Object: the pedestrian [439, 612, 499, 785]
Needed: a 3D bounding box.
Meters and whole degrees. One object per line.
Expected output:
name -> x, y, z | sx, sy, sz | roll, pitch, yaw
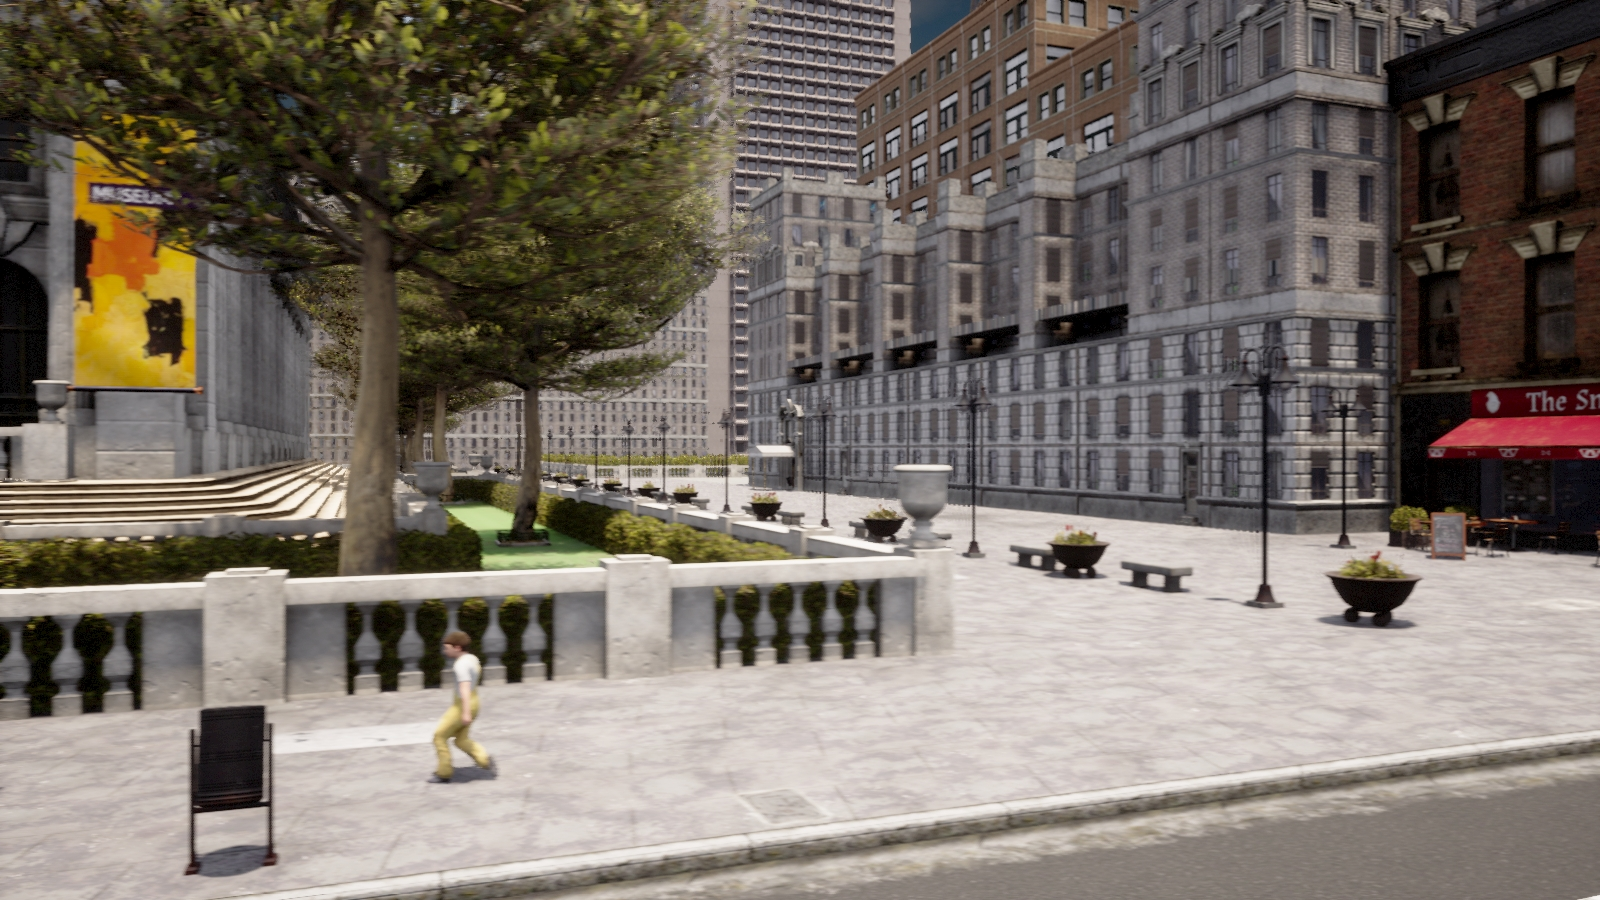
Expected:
pedestrian -> -2.642, 1.976, 9.146 | 0.375, 1.300, 0.375 | 0, 0, -1
